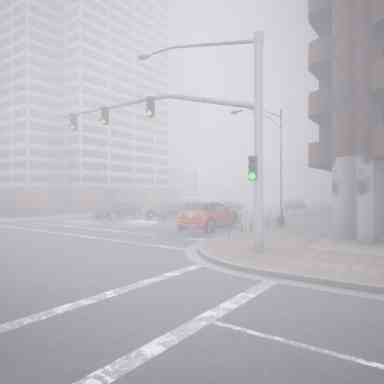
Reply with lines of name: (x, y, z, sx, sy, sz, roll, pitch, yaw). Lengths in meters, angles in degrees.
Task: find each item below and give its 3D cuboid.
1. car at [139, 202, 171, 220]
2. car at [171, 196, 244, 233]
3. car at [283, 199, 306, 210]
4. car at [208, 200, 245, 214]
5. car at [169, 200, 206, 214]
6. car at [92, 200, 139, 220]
car: (-2.049, 1.564, 27.876, 1.994, 1.385, 4.181, 0, 0, 35)
car: (1.114, 1.352, 19.855, 2.097, 1.767, 4.553, 0, 0, 35)
car: (13.541, 1.564, 43.683, 1.994, 1.385, 4.181, 0, 0, 35)
car: (3.822, 1.601, 36.212, 1.895, 1.301, 4.718, 0, 0, 35)
car: (-0.440, 1.564, 36.242, 1.994, 1.385, 4.181, 0, 0, 35)
car: (-6.159, 1.505, 28.115, 1.837, 1.490, 4.892, 0, 0, 35)
